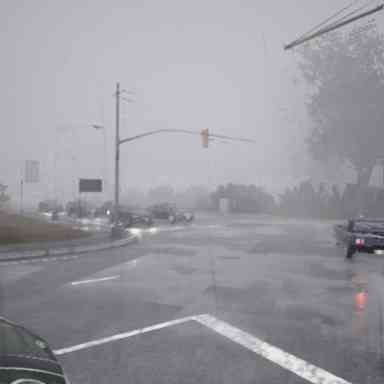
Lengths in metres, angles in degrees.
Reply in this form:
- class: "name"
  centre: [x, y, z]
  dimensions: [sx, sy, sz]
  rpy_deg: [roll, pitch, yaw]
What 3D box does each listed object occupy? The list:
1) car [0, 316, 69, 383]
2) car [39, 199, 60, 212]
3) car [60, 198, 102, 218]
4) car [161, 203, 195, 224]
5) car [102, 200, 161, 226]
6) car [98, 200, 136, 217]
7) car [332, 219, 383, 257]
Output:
- class: "car"
  centre: [-2.954, 1.339, 1.658]
  dimensions: [4.553, 1.767, 2.097]
  rpy_deg: [1, 0, -36]
- class: "car"
  centre: [-16.795, 1.582, 39.572]
  dimensions: [1.837, 1.490, 4.892]
  rpy_deg: [1, 0, -39]
- class: "car"
  centre: [-10.349, 1.573, 31.528]
  dimensions: [2.128, 1.511, 4.902]
  rpy_deg: [1, 0, -39]
- class: "car"
  centre: [-1.785, 1.608, 26.446]
  dimensions: [2.128, 1.511, 4.902]
  rpy_deg: [1, 0, -39]
- class: "car"
  centre: [-4.502, 1.592, 24.208]
  dimensions: [1.837, 1.490, 4.892]
  rpy_deg: [1, 0, -38]
- class: "car"
  centre: [-7.676, 1.617, 33.788]
  dimensions: [1.837, 1.490, 4.892]
  rpy_deg: [1, 0, -39]
- class: "car"
  centre: [6.810, 1.711, 13.144]
  dimensions: [1.895, 1.301, 4.718]
  rpy_deg: [0, 0, 16]
